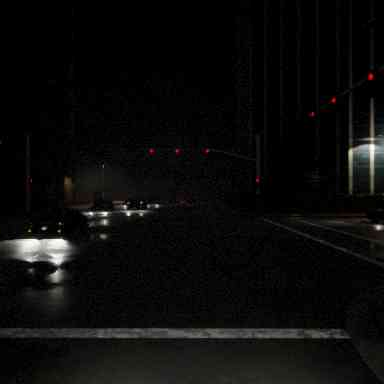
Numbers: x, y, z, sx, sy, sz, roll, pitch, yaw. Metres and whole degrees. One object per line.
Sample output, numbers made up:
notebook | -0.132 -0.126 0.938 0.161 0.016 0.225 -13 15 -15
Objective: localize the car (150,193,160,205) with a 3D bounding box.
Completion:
car | -7.093 1.223 61.388 2.150 2.045 5.566 0 0 1

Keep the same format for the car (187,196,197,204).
car | -0.065 1.526 64.979 1.812 1.442 4.674 0 0 0

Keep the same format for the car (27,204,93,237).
car | -7.115 1.564 17.994 1.994 1.385 4.181 0 0 0

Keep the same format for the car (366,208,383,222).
car | 15.459 1.478 24.352 5.008 1.535 1.882 0 0 -1

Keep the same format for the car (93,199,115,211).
car | -10.620 1.526 39.911 1.812 1.442 4.674 0 0 0

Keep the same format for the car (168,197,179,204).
car | -3.566 1.601 65.546 1.895 1.301 4.718 0 0 0

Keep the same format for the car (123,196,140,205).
car | -10.618 1.493 58.453 2.128 1.511 4.902 0 0 0

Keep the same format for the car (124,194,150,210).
car | -7.141 1.352 43.421 2.097 1.767 4.553 0 0 0
